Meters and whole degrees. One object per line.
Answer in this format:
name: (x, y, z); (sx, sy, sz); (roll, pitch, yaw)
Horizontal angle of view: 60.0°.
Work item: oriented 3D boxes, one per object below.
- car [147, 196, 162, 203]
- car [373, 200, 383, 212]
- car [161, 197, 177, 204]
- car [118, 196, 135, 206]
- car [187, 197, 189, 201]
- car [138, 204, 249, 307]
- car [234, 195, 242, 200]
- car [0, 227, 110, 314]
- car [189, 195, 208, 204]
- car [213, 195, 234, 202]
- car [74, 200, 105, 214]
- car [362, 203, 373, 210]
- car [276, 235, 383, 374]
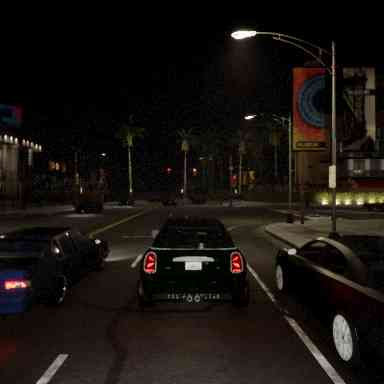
car: (-7.264, 1.541, 68.203); (2.033, 1.411, 5.357); (0, 0, 23)
car: (23.010, 1.350, 36.597); (4.553, 1.767, 2.097); (0, 0, -1)
car: (-3.382, 1.561, 52.571); (1.994, 1.385, 4.181); (0, 0, -2)
car: (-10.414, 1.501, 53.031); (1.837, 1.490, 4.892); (0, 0, 4)
car: (0.787, 1.496, 81.315); (1.837, 1.490, 4.892); (0, 0, 40)
car: (0.032, 1.352, 8.115); (2.097, 1.767, 4.553); (0, 0, 0)
car: (12.350, 1.518, 91.059); (4.674, 1.442, 1.812); (0, 0, -37)
car: (-3.470, 1.547, 7.896); (2.033, 1.411, 5.357); (0, 0, 0)
car: (1.542, 1.488, 60.954); (2.128, 1.511, 4.902); (0, 0, 16)
car: (7.020, 1.474, 77.807); (1.882, 1.535, 5.008); (0, 0, 43)
car: (-10.739, 1.545, 35.302); (2.033, 1.411, 5.357); (0, 0, 0)
car: (23.249, 1.599, 40.103); (4.718, 1.301, 1.895); (0, 0, -1)
car: (2.879, 1.479, 5.778); (2.097, 1.535, 5.008); (0, 0, -1)
